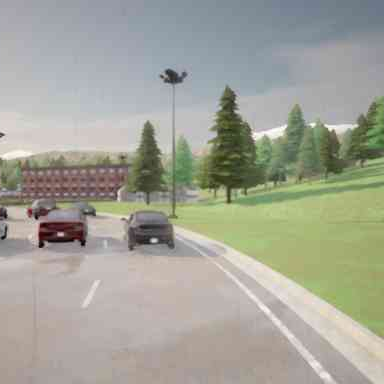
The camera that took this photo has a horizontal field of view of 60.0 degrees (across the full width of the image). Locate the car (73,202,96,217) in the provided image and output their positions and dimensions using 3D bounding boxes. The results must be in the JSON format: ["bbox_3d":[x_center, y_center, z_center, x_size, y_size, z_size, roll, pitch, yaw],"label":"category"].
[{"bbox_3d":[-10.920,1.681,32.503,1.994,1.385,4.181,0,0,-36],"label":"car"}]

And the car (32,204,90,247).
[{"bbox_3d":[-5.876,1.535,15.495,1.882,1.535,5.008,0,0,-16],"label":"car"}]

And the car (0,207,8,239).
[{"bbox_3d":[-9.479,1.591,14.598,1.812,1.442,4.674,0,0,-18],"label":"car"}]

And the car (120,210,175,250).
[{"bbox_3d":[-2.015,1.552,14.765,1.837,1.490,4.892,0,0,-15],"label":"car"}]

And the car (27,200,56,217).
[{"bbox_3d":[-13.534,1.469,30.136,2.097,1.767,4.553,0,0,-35],"label":"car"}]

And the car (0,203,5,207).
[{"bbox_3d":[-17.613,1.652,29.384,1.812,1.442,4.674,0,0,-39],"label":"car"}]
